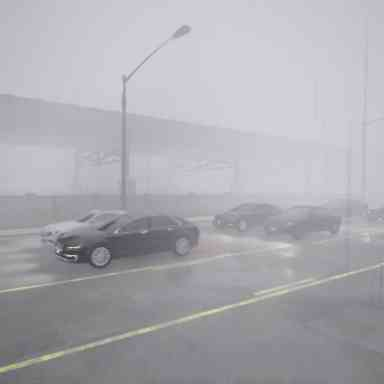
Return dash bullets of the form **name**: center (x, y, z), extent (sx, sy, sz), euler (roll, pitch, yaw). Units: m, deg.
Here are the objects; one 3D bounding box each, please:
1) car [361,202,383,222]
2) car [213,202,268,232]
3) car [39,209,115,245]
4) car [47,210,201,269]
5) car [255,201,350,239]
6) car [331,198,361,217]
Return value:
- **car**: center (13.607, 1.344, 22.183), extent (4.718, 1.301, 1.895), euler (-1, 1, -35)
- **car**: center (3.413, 1.378, 19.264), extent (4.892, 1.490, 1.837), euler (-1, 0, -35)
- **car**: center (-3.901, 1.483, 14.092), extent (4.674, 1.442, 1.812), euler (-1, 0, -35)
- **car**: center (-1.963, 1.462, 11.179), extent (4.892, 1.490, 1.837), euler (-1, 0, -36)
- **car**: center (5.593, 1.396, 16.524), extent (4.674, 1.442, 1.812), euler (-1, 0, -35)
- **car**: center (11.173, 1.227, 24.744), extent (5.008, 1.535, 1.882), euler (-1, 1, -36)
